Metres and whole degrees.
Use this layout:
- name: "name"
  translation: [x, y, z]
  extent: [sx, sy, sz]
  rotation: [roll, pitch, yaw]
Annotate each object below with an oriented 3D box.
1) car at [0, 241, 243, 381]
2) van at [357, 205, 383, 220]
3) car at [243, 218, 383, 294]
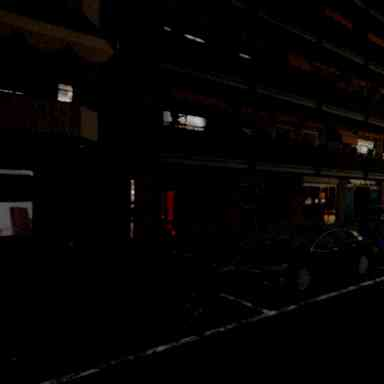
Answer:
- name: "car"
  translation: [-1.464, 1.568, 5.503]
  extent: [4.313, 1.339, 1.947]
  rotation: [0, 1, -36]
- name: "van"
  translation: [7.595, 1.342, 11.987]
  extent: [3.998, 1.788, 1.690]
  rotation: [0, 1, -36]
- name: "car"
  translation: [3.064, 1.552, 8.746]
  extent: [4.403, 1.369, 2.008]
  rotation: [0, 1, -36]
